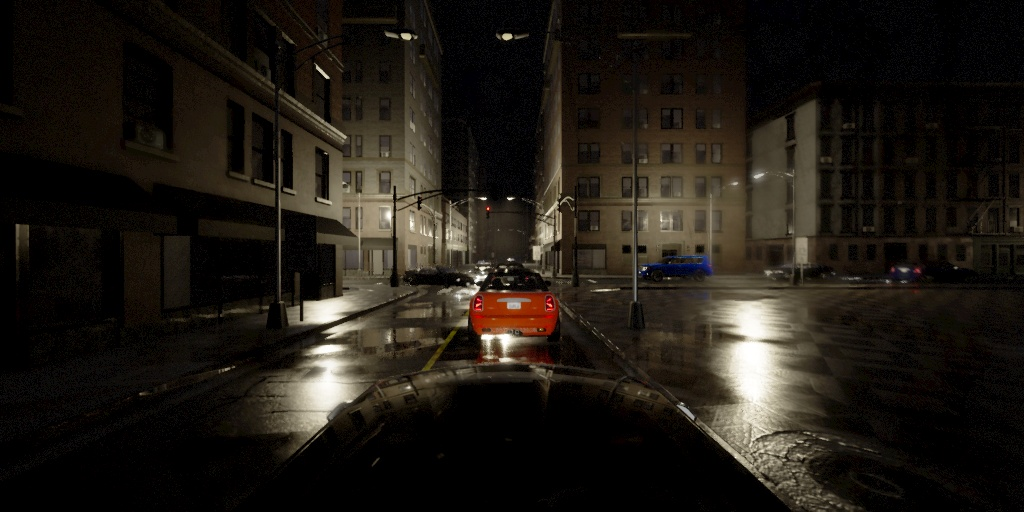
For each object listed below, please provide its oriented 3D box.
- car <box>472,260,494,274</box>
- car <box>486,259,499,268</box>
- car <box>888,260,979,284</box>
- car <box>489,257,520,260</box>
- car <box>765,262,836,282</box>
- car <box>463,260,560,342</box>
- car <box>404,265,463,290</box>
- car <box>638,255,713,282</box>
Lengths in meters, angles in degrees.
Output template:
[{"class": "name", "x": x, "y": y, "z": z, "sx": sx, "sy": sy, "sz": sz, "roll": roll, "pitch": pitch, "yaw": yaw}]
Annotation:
[{"class": "car", "x": -3.224, "y": 1.238, "z": 41.255, "sx": 2.128, "sy": 1.511, "sz": 4.902, "roll": 0, "pitch": 0, "yaw": 0}, {"class": "car", "x": -3.273, "y": 1.292, "z": 61.774, "sx": 2.033, "sy": 1.411, "sz": 5.357, "roll": 0, "pitch": 0, "yaw": 0}, {"class": "car", "x": 30.108, "y": 1.111, "z": 25.598, "sx": 4.553, "sy": 1.767, "sz": 2.097, "roll": 0, "pitch": 0, "yaw": -1}, {"class": "car", "x": -0.183, "y": 1.100, "z": 18.861, "sx": 2.097, "sy": 1.767, "sz": 4.553, "roll": 0, "pitch": 0, "yaw": -3}, {"class": "car", "x": 22.982, "y": 1.246, "z": 28.725, "sx": 4.902, "sy": 1.511, "sz": 2.128, "roll": 0, "pitch": 0, "yaw": -1}, {"class": "car", "x": 0.048, "y": 1.101, "z": 9.941, "sx": 2.097, "sy": 1.767, "sz": 4.553, "roll": 0, "pitch": 0, "yaw": 0}, {"class": "car", "x": -4.697, "y": 1.297, "z": 22.961, "sx": 5.357, "sy": 1.411, "sz": 2.033, "roll": 0, "pitch": 0, "yaw": 38}, {"class": "car", "x": 12.961, "y": 0.974, "z": 28.621, "sx": 5.566, "sy": 2.045, "sz": 2.150, "roll": 0, "pitch": 0, "yaw": -1}]
